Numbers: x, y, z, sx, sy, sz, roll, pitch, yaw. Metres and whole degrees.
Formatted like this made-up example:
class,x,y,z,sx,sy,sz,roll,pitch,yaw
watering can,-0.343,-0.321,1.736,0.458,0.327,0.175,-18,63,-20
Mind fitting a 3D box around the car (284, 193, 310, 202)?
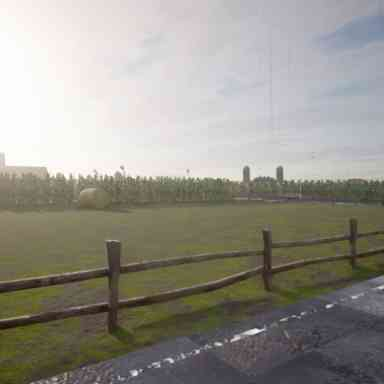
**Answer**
class,x,y,z,sx,sy,sz,roll,pitch,yaw
car,18.695,0.996,59.317,1.837,1.490,4.892,-1,1,-34
